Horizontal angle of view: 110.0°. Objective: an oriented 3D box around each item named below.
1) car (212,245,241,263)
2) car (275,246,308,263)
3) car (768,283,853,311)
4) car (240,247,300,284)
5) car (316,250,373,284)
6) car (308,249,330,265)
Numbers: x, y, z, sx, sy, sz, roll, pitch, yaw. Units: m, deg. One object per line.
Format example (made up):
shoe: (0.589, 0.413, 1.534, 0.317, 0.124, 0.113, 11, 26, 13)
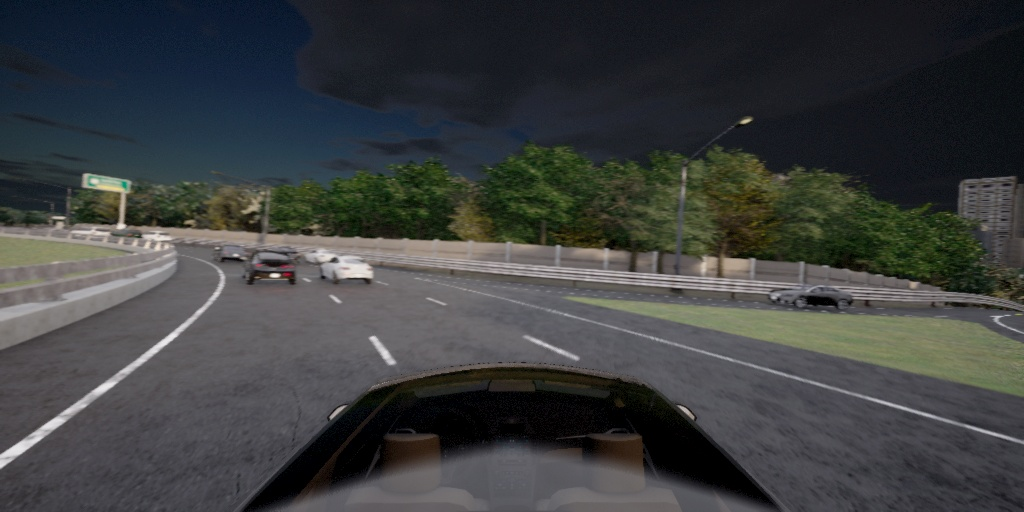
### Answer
car: (-23.008, -0.204, 29.389, 4.181, 1.385, 1.994, 4, 0, 43)
car: (-20.260, -0.091, 31.607, 4.902, 1.511, 2.128, 4, 0, 43)
car: (18.905, 2.516, 22.800, 4.902, 1.511, 2.128, 4, 0, -7)
car: (-11.708, 0.484, 17.290, 1.837, 1.490, 4.892, 4, 0, -40)
car: (-9.031, 0.683, 19.534, 1.812, 1.442, 4.674, 4, 0, -39)
car: (-18.509, 0.060, 34.734, 4.674, 1.442, 1.812, 4, 0, 42)
